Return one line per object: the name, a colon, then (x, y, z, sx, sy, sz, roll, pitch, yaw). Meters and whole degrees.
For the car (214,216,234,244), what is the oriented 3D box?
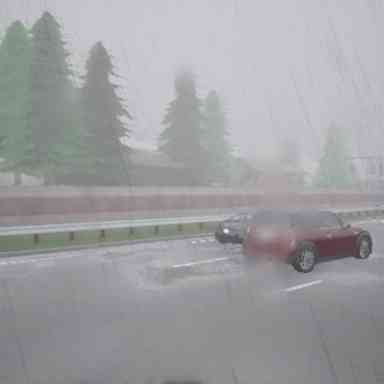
car: (3.006, 1.526, 14.464, 4.181, 1.385, 1.994, 0, 0, -35)

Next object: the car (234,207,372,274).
car: (3.834, 1.321, 10.759, 4.553, 1.767, 2.097, 0, 0, -35)
